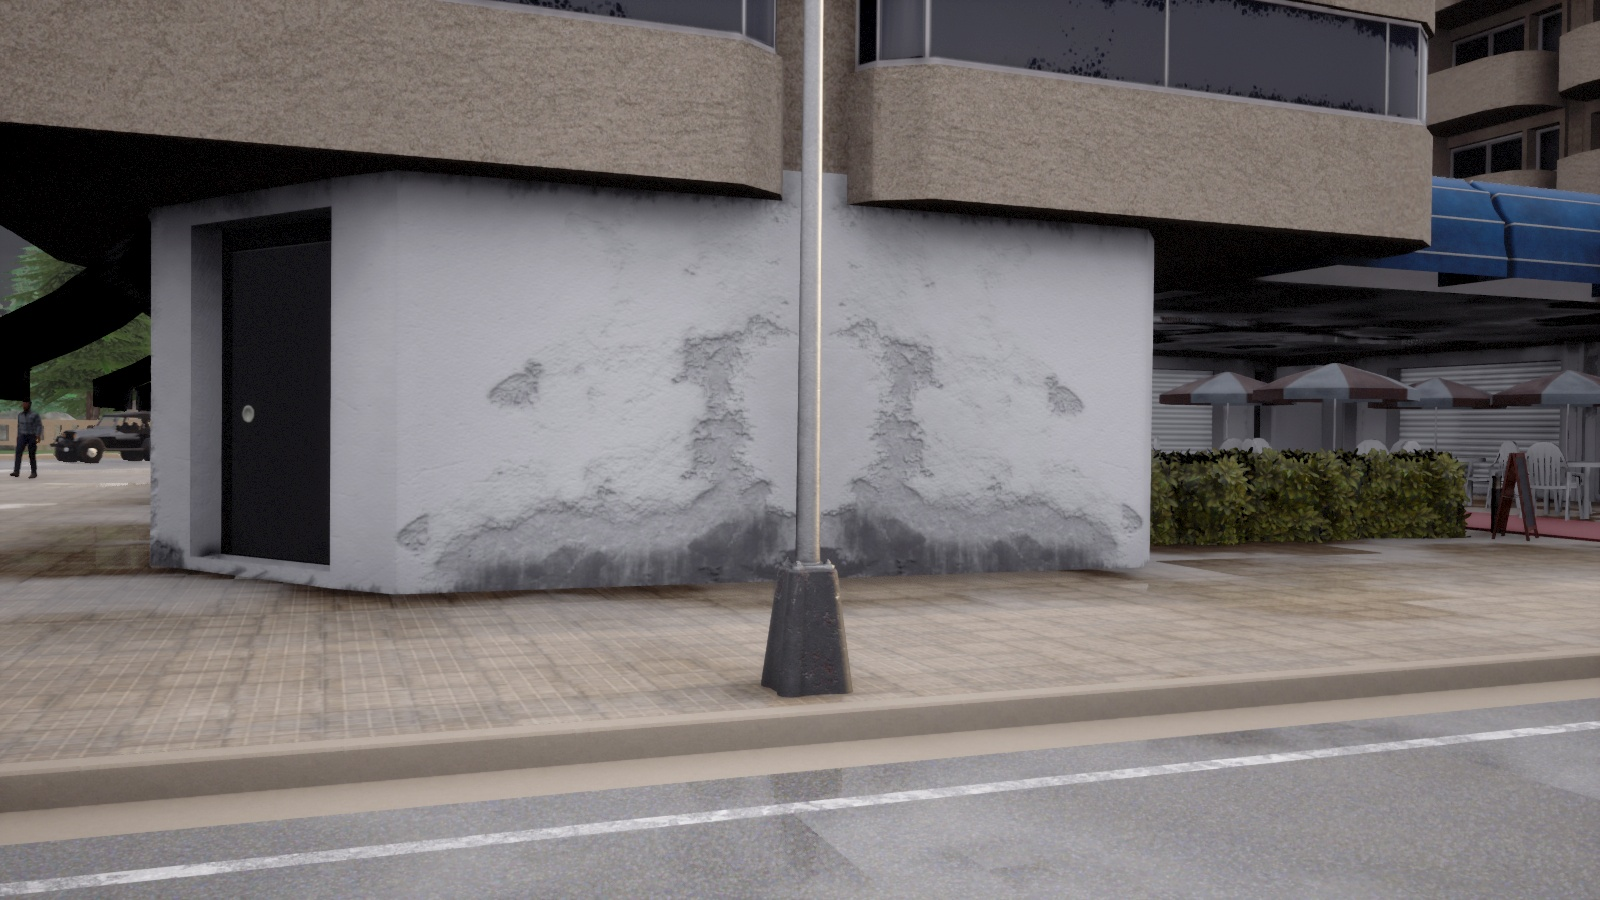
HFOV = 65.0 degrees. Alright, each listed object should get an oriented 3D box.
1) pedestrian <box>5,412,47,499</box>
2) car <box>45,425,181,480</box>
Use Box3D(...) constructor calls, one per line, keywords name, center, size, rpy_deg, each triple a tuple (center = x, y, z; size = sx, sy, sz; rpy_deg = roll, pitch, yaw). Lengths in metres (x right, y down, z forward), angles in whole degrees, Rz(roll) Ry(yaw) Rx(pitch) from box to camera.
Box3D(name="pedestrian", center=(-17.679, 0.120, 28.701), size=(0.423, 1.949, 0.788), rpy_deg=(-1, 1, 1))
Box3D(name="car", center=(-24.985, 0.064, 45.774), size=(1.905, 1.878, 3.866), rpy_deg=(0, 1, 35))
